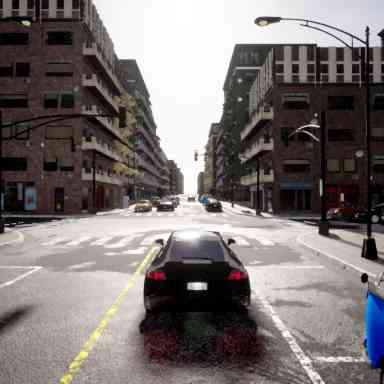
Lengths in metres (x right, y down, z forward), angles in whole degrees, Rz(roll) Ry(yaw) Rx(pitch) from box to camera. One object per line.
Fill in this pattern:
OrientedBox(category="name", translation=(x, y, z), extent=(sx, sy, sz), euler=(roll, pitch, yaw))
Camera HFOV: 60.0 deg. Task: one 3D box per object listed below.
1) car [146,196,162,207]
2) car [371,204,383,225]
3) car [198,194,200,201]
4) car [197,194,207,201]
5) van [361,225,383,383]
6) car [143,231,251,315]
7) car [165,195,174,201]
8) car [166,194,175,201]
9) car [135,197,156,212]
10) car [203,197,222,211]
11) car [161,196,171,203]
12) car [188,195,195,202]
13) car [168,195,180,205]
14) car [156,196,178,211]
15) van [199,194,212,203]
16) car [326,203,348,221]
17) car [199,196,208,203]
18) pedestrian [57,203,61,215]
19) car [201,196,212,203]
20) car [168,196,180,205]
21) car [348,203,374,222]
OrientedBox(category="car", translation=(-5.762, 1.460, 51.257), extent=(1.967, 1.590, 4.097), euler=(1, 0, 0))
OrientedBox(category="car", translation=(13.505, 1.583, 19.808), extent=(4.313, 1.339, 1.947), euler=(0, -1, 1))
OrientedBox(category="car", translation=(2.588, 1.555, 68.369), extent=(1.752, 1.417, 4.829), euler=(1, 0, 0))
OrientedBox(category="car", translation=(2.563, 1.354, 85.126), extent=(2.192, 1.841, 5.009), euler=(1, 0, 0))
OrientedBox(category="van", translation=(2.670, 1.342, 2.039), extent=(1.690, 1.788, 3.998), euler=(1, 0, 0))
OrientedBox(category="car", translation=(0.088, 1.566, 7.642), extent=(1.994, 1.385, 4.181), euler=(0, 0, 0))
OrientedBox(category="car", translation=(-5.821, 1.590, 85.112), extent=(2.008, 1.369, 4.403), euler=(1, 0, 0))
OrientedBox(category="car", translation=(-5.829, 1.483, 90.755), extent=(1.967, 1.590, 4.097), euler=(1, 0, 0))
OrientedBox(category="car", translation=(-5.743, 1.541, 39.801), extent=(1.752, 1.417, 4.829), euler=(1, 0, 0))
OrientedBox(category="car", translation=(2.635, 1.581, 39.986), extent=(1.947, 1.339, 4.313), euler=(1, 0, 0))
OrientedBox(category="car", translation=(-5.801, 1.577, 73.827), extent=(1.887, 1.381, 4.507), euler=(1, 0, 0))
OrientedBox(category="car", translation=(-0.136, 1.562, 80.516), extent=(2.128, 1.511, 4.902), euler=(0, 0, 0))
OrientedBox(category="car", translation=(-3.180, 1.497, 49.683), extent=(1.882, 1.535, 5.008), euler=(0, 0, 0))
OrientedBox(category="car", translation=(-3.168, 1.579, 40.966), extent=(1.994, 1.385, 4.181), euler=(0, 0, 0))
OrientedBox(category="van", translation=(2.610, 1.364, 56.913), extent=(1.690, 1.788, 3.998), euler=(1, 0, 0))
OrientedBox(category="car", translation=(13.594, 1.609, 28.189), extent=(4.097, 1.590, 1.967), euler=(0, -1, 1))
OrientedBox(category="car", translation=(2.578, 1.614, 73.841), extent=(1.802, 1.307, 4.206), euler=(1, 0, 0))
OrientedBox(category="pedestrian", translation=(-12.592, 1.598, 31.395), extent=(0.500, 1.100, 0.500), euler=(0, -1, 1))
OrientedBox(category="car", translation=(2.626, 1.568, 45.628), extent=(2.008, 1.369, 4.403), euler=(1, 0, 0))
OrientedBox(category="car", translation=(-3.171, 1.502, 60.059), extent=(1.882, 1.535, 5.008), euler=(0, 0, 0))
OrientedBox(category="car", translation=(15.066, 1.635, 25.581), extent=(4.892, 1.490, 1.837), euler=(0, -1, 0))
